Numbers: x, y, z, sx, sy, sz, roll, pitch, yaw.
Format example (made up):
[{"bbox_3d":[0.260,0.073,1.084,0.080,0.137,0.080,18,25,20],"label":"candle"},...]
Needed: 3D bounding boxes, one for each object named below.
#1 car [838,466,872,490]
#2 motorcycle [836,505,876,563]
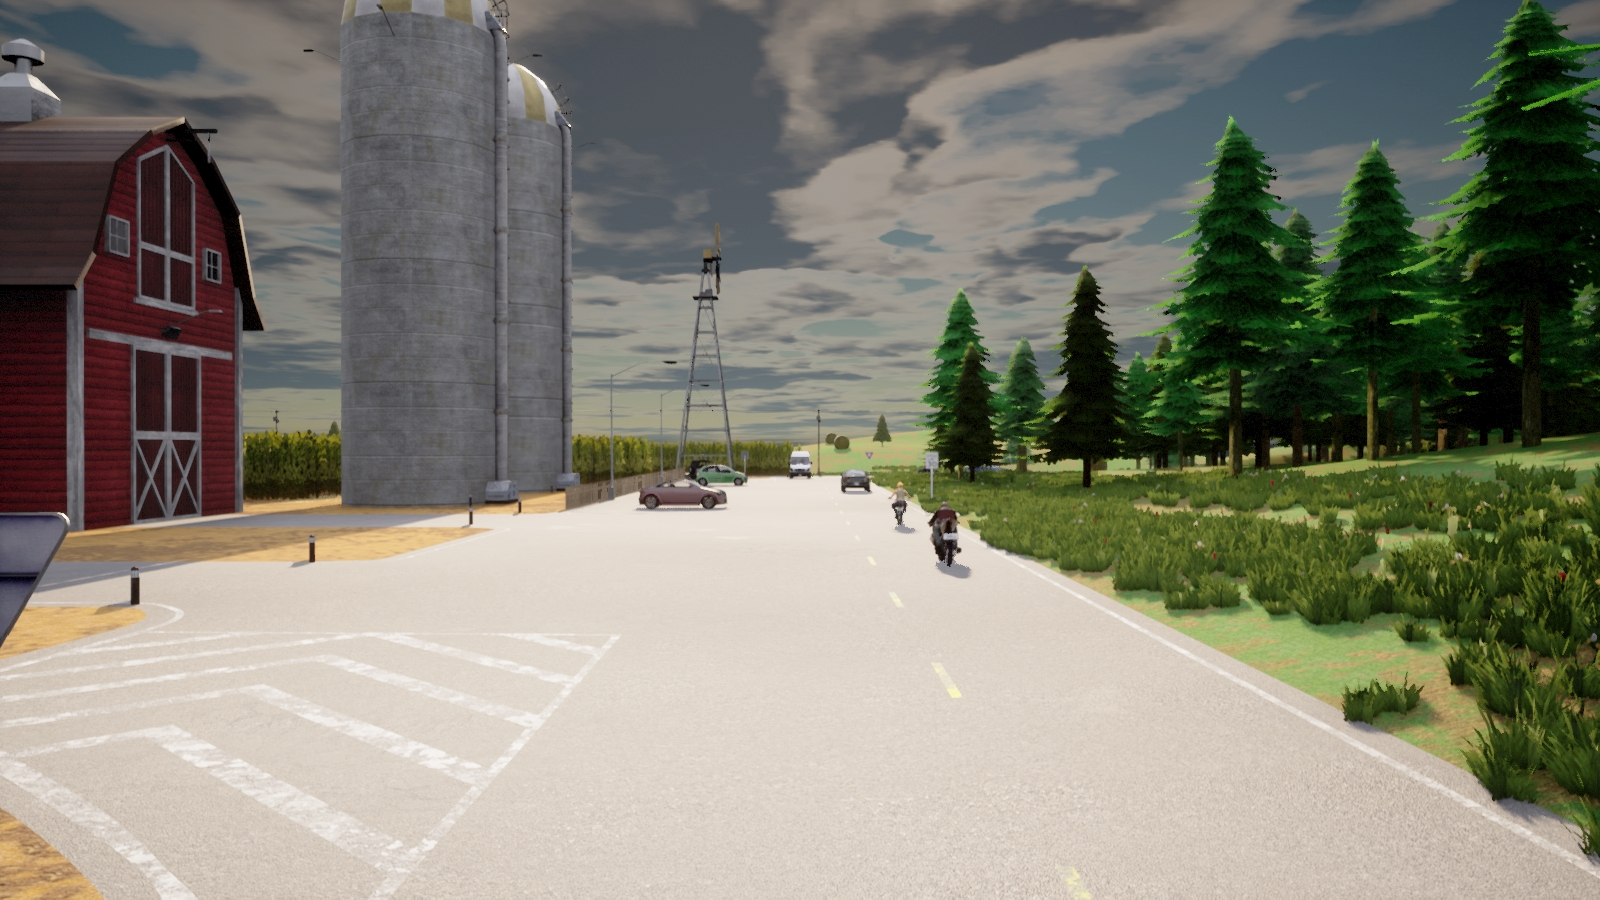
[{"bbox_3d":[3.604,1.840,75.034,2.002,1.442,4.674,0,0,0],"label":"car"},{"bbox_3d":[1.343,2.026,27.840,0.867,1.251,2.209,0,0,0],"label":"motorcycle"}]
